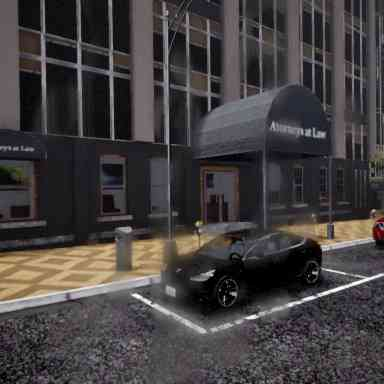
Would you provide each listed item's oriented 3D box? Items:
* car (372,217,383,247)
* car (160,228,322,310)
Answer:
[{"bbox_3d":[9.604,1.310,14.003,5.009,1.841,2.192,0,-1,-37],"label":"car"},{"bbox_3d":[1.325,1.564,7.805,4.313,1.339,1.947,0,-1,-37],"label":"car"}]
